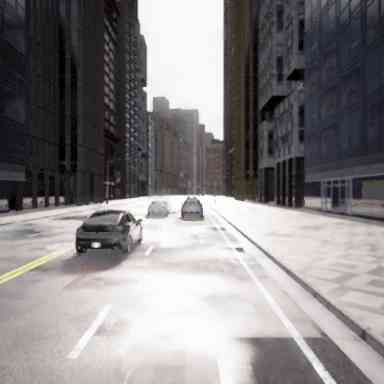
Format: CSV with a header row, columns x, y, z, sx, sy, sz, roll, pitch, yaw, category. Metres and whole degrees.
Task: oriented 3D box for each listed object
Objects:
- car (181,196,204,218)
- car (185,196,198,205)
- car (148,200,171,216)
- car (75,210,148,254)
x,y,z,sx,sy,sz,roll,pitch,yaw,category
0.032,1.408,30.095,2.033,1.649,4.856,0,0,1,car
-0.004,1.439,58.181,2.163,1.488,4.792,0,0,0,car
-3.155,1.482,31.945,1.812,1.442,4.674,0,0,0,car
-3.153,1.487,13.362,1.837,1.490,4.892,0,0,0,car
